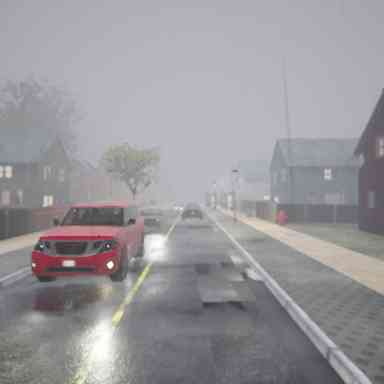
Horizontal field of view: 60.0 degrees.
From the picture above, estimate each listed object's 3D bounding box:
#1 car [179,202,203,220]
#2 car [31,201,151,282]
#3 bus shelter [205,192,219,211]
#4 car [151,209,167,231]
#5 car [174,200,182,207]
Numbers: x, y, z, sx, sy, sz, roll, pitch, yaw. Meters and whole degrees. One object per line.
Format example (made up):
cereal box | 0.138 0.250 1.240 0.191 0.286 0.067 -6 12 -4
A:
car | 0.081 1.903 32.007 1.994 1.385 4.181 0 -1 0
car | -2.822 1.317 10.430 2.150 2.045 5.566 0 -1 0
bus shelter | 3.032 1.465 51.091 1.920 2.740 3.880 0 -1 0
car | -2.822 1.827 22.633 1.895 1.301 4.718 0 -1 0
car | -2.712 2.398 69.524 2.128 1.511 4.902 0 -1 0
